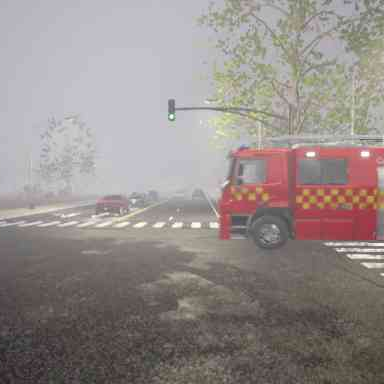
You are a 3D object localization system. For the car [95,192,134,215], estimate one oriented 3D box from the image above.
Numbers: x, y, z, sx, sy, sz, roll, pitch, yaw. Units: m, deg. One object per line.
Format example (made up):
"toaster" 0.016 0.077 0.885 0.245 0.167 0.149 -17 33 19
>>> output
"car" -6.247 0.913 26.722 1.882 1.535 5.008 0 1 1

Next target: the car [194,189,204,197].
"car" 1.370 0.200 65.573 1.882 1.535 5.008 0 1 2

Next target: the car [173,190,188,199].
"car" -2.143 0.506 55.694 1.895 1.301 4.718 0 1 2

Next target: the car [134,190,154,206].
"car" -5.973 0.739 36.989 2.128 1.511 4.902 0 1 2

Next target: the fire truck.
"fire truck" 5.215 -0.013 11.974 8.468 3.827 2.891 0 2 4

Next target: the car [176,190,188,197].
"car" -1.879 0.262 65.660 2.033 1.411 5.357 0 1 2

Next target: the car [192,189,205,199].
"car" 1.104 0.267 55.510 2.097 1.767 4.553 0 1 2

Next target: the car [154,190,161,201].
"car" -5.664 0.538 48.565 1.837 1.490 4.892 0 1 2
